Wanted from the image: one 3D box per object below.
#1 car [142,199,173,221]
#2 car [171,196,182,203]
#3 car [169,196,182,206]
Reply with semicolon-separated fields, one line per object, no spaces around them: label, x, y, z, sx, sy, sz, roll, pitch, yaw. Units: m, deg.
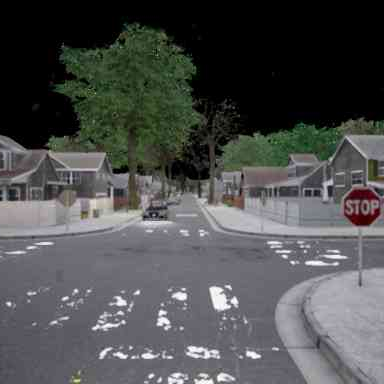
car;-2.875;1.555;27.089;1.994;1.385;4.181;0;0;0
car;-3.060;1.443;66.857;1.994;1.385;4.181;0;0;0
car;-2.999;1.475;53.778;1.837;1.490;4.892;0;0;0
